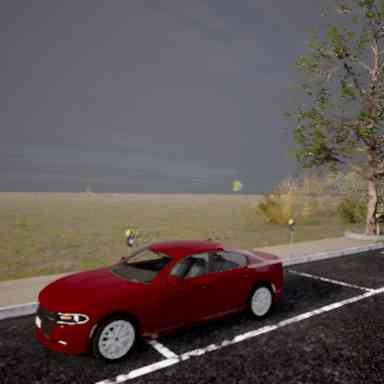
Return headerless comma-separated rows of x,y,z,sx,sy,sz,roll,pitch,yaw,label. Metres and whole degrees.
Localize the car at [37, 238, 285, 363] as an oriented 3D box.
-0.279,1.566,5.894,4.507,1.381,1.887,0,0,-36,car
